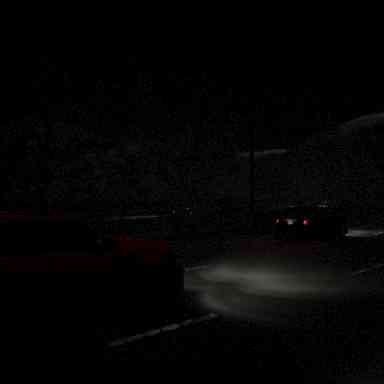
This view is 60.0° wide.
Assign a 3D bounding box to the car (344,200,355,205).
[{"bbox_3d":[28.205,2.068,59.916,2.033,1.411,5.357,-1,-1,31],"label":"car"}]

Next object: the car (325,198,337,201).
[{"bbox_3d":[27.523,1.941,65.718,2.097,1.767,4.553,-1,-1,29],"label":"car"}]

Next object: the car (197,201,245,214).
[{"bbox_3d":[2.490,1.829,28.657,5.008,1.535,1.882,0,-1,-43],"label":"car"}]

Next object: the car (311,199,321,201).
[{"bbox_3d":[26.794,2.195,71.797,1.994,1.385,4.181,-1,-1,27],"label":"car"}]

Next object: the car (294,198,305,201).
[{"bbox_3d":[23.658,2.050,73.354,2.097,1.767,4.553,-1,-1,27],"label":"car"}]

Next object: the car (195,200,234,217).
[{"bbox_3d":[2.687,1.828,38.572,2.097,1.767,4.553,-1,-1,45],"label":"car"}]

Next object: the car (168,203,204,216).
[{"bbox_3d":[-0.706,2.090,40.107,1.994,1.385,4.181,-1,-1,45],"label":"car"}]

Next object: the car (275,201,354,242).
[{"bbox_3d":[6.410,1.529,17.700,4.553,1.767,2.097,0,-1,-41],"label":"car"}]

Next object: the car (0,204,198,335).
[{"bbox_3d":[-2.814,1.326,5.769,5.566,2.045,2.150,0,0,-36],"label":"car"}]

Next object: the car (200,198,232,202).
[{"bbox_3d":[1.929,1.632,32.892,5.566,2.045,2.150,0,-1,-43],"label":"car"}]
